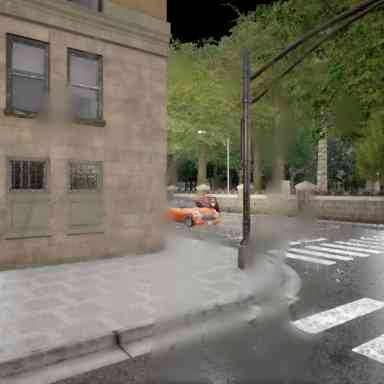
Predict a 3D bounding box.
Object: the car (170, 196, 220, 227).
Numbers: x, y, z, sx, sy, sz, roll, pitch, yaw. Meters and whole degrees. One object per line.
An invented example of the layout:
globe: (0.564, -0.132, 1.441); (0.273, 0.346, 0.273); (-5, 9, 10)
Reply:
car: (-0.118, 1.331, 22.580); (2.097, 1.767, 4.553); (0, 0, -34)

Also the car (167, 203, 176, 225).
car: (-3.227, 1.544, 22.238); (1.947, 1.339, 4.313); (0, 0, -35)

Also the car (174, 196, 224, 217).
car: (0.547, 1.285, 31.774); (2.192, 1.841, 5.009); (0, 0, -35)
